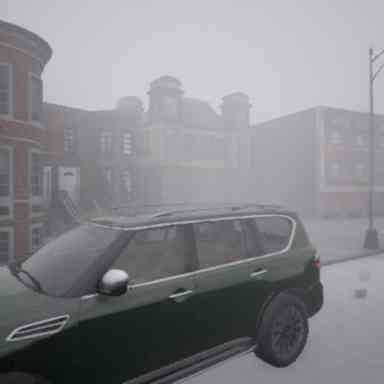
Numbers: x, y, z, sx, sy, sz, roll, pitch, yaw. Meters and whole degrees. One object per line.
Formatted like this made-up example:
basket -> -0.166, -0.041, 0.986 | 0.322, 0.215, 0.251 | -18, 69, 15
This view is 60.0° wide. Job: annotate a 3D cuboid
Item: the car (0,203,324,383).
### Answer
car -> -0.632, 1.209, 4.177 | 5.566, 2.045, 2.150 | -1, 0, -36
